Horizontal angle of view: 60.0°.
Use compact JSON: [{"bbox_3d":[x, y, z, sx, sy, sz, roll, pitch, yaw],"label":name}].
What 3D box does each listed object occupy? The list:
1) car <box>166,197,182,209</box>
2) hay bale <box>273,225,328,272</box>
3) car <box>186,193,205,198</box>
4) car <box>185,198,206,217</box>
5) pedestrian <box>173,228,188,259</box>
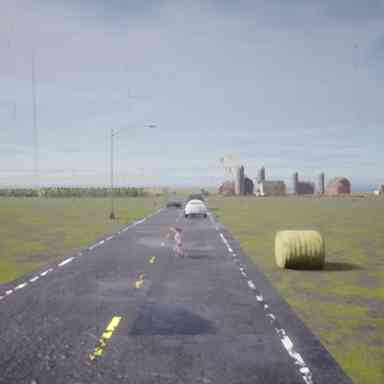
[{"bbox_3d":[-2.448,1.454,45.687,1.882,1.535,5.008,0,0,1],"label":"car"},{"bbox_3d":[3.213,1.649,10.002,1.220,1.180,1.240,1,1,0],"label":"hay bale"},{"bbox_3d":[0.441,1.199,43.154,2.150,2.045,5.566,0,0,1],"label":"car"},{"bbox_3d":[0.346,1.510,30.911,1.812,1.442,4.674,0,-1,1],"label":"car"},{"bbox_3d":[-0.450,1.665,11.210,0.500,1.100,0.500,-1,1,1],"label":"pedestrian"}]
